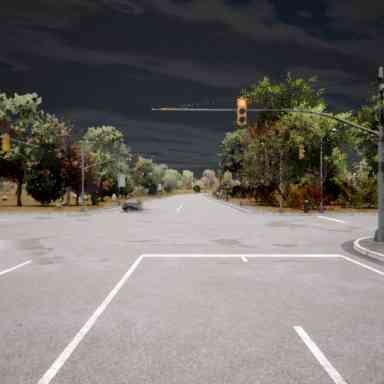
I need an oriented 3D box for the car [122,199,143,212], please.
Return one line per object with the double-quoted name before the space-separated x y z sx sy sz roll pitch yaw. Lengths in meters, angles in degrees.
"car" -7.000 1.548 39.736 2.033 1.411 5.357 0 0 0
